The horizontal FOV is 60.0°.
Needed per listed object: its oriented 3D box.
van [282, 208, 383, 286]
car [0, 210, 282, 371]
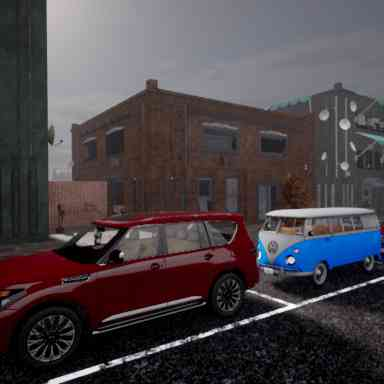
[{"bbox_3d":[3.519,1.339,9.081,3.998,1.788,1.690,0,-1,-36],"label":"van"},{"bbox_3d":[-0.996,1.314,5.855,5.009,1.841,2.192,0,-1,-36],"label":"car"}]
